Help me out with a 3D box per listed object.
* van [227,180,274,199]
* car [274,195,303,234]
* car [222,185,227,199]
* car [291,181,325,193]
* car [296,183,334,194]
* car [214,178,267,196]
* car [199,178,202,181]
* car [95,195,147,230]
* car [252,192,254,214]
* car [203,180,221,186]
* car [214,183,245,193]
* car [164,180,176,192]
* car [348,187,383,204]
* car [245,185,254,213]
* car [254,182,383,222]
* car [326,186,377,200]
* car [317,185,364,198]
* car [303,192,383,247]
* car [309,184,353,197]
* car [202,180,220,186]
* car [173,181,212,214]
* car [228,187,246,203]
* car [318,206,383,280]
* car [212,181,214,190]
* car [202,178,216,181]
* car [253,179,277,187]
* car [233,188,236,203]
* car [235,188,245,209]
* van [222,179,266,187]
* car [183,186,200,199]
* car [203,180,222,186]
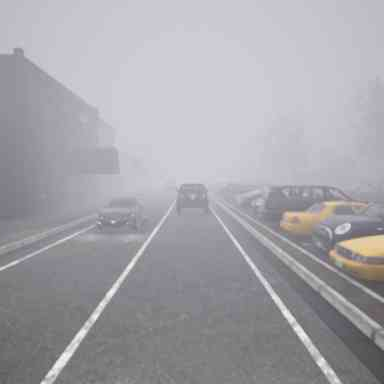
[{"bbox_3d":[6.070,0.118,32.925,4.442,1.987,1.878,0,3,0],"label":"van"},{"bbox_3d":[6.264,1.040,13.027,5.366,1.575,1.946,0,2,0],"label":"car"},{"bbox_3d":[5.939,0.249,35.640,4.674,1.452,2.002,0,3,0],"label":"car"},{"bbox_3d":[18.377,-0.770,52.678,4.553,1.767,2.185,0,3,0],"label":"car"},{"bbox_3d":[18.420,-0.507,49.988,5.008,1.535,2.097,0,3,0],"label":"car"},{"bbox_3d":[5.873,-0.331,41.268,5.566,2.045,2.435,0,3,0],"label":"car"},{"bbox_3d":[5.186,-2.131,84.159,5.366,1.575,1.946,0,3,-1],"label":"car"},{"bbox_3d":[-3.381,0.949,16.618,1.837,1.490,4.892,0,2,0],"label":"car"},{"bbox_3d":[6.046,0.894,18.676,4.674,1.452,2.002,0,2,0],"label":"car"},{"bbox_3d":[5.324,-2.383,89.721,4.674,1.452,2.002,0,3,-1],"label":"car"},{"bbox_3d":[5.832,-0.618,52.571,4.674,1.452,2.002,0,3,0],"label":"car"},{"bbox_3d":[-3.657,-1.113,57.725,2.150,2.045,5.566,0,3,0],"label":"car"},{"bbox_3d":[18.522,0.356,33.057,5.008,1.535,2.097,0,3,0],"label":"car"},{"bbox_3d":[6.057,0.634,21.494,4.553,1.767,2.185,0,2,0],"label":"car"},{"bbox_3d":[6.089,0.697,15.842,5.566,2.045,2.435,0,2,0],"label":"car"},{"bbox_3d":[18.464,0.100,38.710,4.792,1.488,2.163,0,3,0],"label":"car"},{"bbox_3d":[18.447,-0.044,41.530,4.792,1.488,2.163,0,3,0],"label":"car"},{"bbox_3d":[6.128,1.012,10.198,4.553,1.767,2.185,0,2,0],"label":"car"},{"bbox_3d":[18.467,-0.211,44.224,4.892,1.521,2.231,0,3,0],"label":"car"},{"bbox_3d":[5.267,-2.541,92.500,4.792,1.488,2.163,0,3,-1],"label":"car"},{"bbox_3d":[0.035,0.398,23.903,2.150,2.045,5.566,0,1,0],"label":"car"},{"bbox_3d":[5.974,0.510,29.981,4.674,1.452,2.002,0,2,0],"label":"car"},{"bbox_3d":[5.929,1.229,7.377,5.366,1.575,1.946,0,2,0],"label":"car"},{"bbox_3d":[6.033,-0.516,49.748,5.366,1.575,1.946,0,3,0],"label":"car"},{"bbox_3d":[5.410,-1.948,81.525,4.674,1.452,2.002,1,3,0],"label":"car"},{"bbox_3d":[18.480,-2.365,84.263,5.566,2.045,2.435,0,3,-1],"label":"car"},{"bbox_3d":[5.987,0.610,27.148,4.674,1.452,2.002,0,2,0],"label":"car"},{"bbox_3d":[6.002,0.664,24.323,5.008,1.535,2.097,0,2,0],"label":"car"},{"bbox_3d":[6.035,-0.161,38.449,4.442,1.987,1.878,0,3,0],"label":"van"},{"bbox_3d":[-0.084,0.014,41.318,1.994,1.385,4.181,0,3,0],"label":"car"},{"bbox_3d":[5.376,-2.246,86.942,4.792,1.488,2.163,0,3,-1],"label":"car"}]
